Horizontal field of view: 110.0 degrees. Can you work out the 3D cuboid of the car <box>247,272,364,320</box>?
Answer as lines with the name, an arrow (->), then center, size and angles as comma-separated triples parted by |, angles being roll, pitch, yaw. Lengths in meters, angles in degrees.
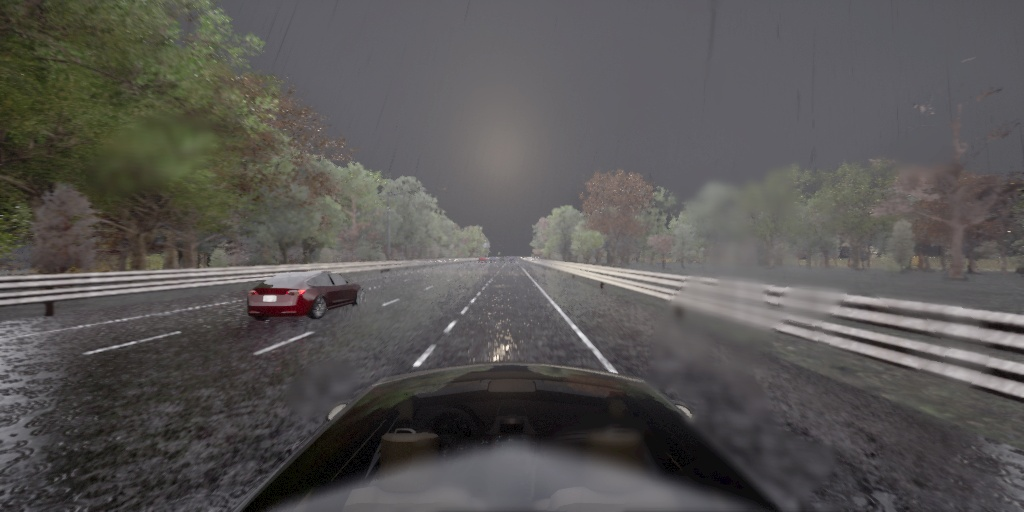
car -> -6.988, 1.277, 12.683 | 2.163, 1.488, 4.792 | 0, 0, 0
